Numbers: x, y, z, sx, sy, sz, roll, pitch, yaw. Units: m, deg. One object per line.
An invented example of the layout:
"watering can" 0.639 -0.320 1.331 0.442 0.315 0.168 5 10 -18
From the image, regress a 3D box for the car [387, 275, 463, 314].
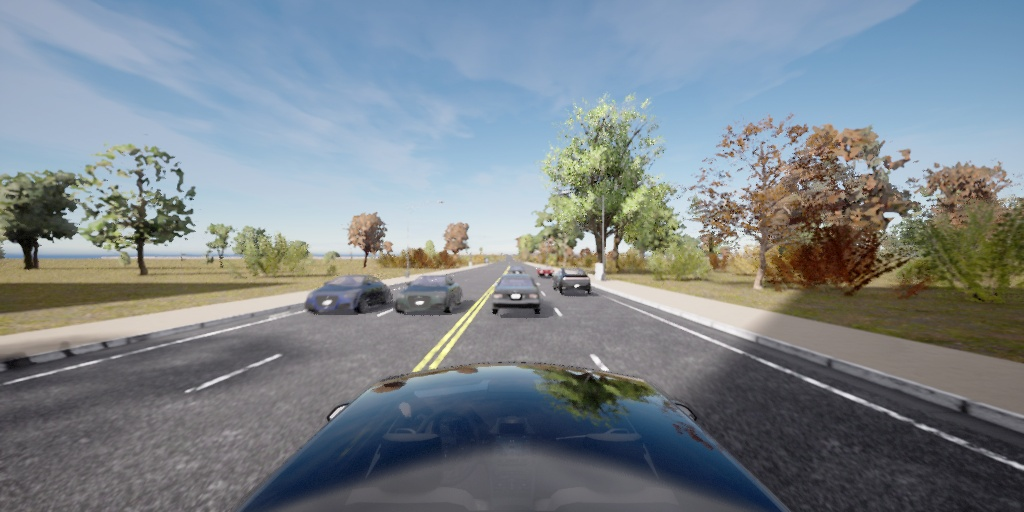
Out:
"car" -3.199 1.459 14.476 1.994 1.385 4.181 0 -1 1

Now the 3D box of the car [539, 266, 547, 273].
"car" 3.804 1.794 41.191 1.895 1.301 4.718 0 -1 1

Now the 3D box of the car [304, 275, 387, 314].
"car" -6.448 1.457 14.543 1.994 1.385 4.181 0 -1 1

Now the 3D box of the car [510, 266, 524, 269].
"car" 0.505 1.695 37.173 2.033 1.411 5.357 0 -1 1

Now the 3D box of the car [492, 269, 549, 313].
"car" 0.186 1.449 14.761 2.033 1.411 5.357 0 -1 1

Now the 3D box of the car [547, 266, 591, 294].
"car" 3.578 1.477 22.043 2.128 1.511 4.902 0 -1 1
